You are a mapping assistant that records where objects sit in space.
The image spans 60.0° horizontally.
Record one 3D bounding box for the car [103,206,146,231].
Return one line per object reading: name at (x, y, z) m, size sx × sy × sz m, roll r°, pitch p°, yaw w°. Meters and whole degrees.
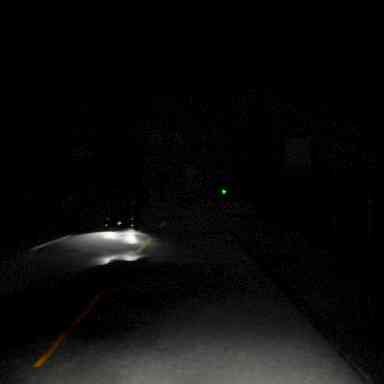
car at (-4.007, 1.531, 20.352) m, size 1.994 × 1.385 × 4.181 m, roll 0°, pitch 0°, yaw 0°
